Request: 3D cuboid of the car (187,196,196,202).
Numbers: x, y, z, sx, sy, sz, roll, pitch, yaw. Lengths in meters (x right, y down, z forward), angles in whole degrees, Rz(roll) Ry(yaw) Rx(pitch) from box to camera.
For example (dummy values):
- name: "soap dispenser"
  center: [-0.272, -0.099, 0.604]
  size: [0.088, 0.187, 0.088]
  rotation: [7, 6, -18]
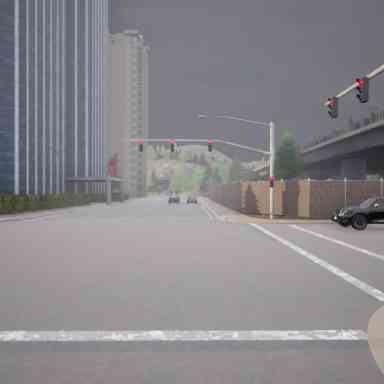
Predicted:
- name: "car"
  center: [-0.099, 1.595, 74.598]
  size: [1.895, 1.301, 4.718]
  rotation: [0, 0, 0]

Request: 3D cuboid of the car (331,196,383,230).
- name: "car"
  center: [11.817, 1.277, 20.970]
  size: [5.566, 2.045, 2.150]
  rotation: [0, 0, 0]

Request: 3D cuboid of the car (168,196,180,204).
- name: "car"
  center: [-3.488, 1.477, 64.240]
  size: [1.882, 1.535, 5.008]
  rotation: [0, 0, 0]

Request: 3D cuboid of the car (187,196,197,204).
- name: "car"
  center: [0.014, 1.564, 64.636]
  size: [1.994, 1.385, 4.181]
  rotation: [0, 0, 0]

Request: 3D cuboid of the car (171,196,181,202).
- name: "car"
  center: [-3.598, 1.540, 74.457]
  size: [2.033, 1.411, 5.357]
  rotation: [0, 0, 0]
